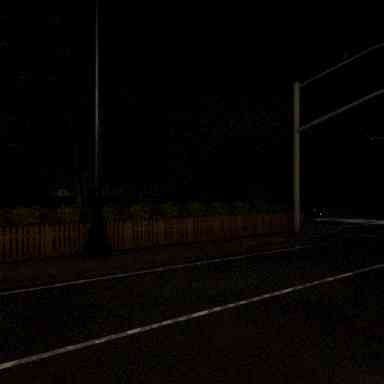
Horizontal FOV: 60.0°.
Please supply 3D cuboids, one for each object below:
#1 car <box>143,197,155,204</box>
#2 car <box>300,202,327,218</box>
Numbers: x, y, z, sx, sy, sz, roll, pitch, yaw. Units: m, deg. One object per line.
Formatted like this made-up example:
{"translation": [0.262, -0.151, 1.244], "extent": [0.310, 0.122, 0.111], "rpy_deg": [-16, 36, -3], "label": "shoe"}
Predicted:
{"translation": [-7.284, 1.559, 55.408], "extent": [1.812, 1.442, 4.674], "rpy_deg": [0, 0, -35], "label": "car"}
{"translation": [9.861, 1.599, 30.565], "extent": [1.895, 1.301, 4.718], "rpy_deg": [0, 0, -35], "label": "car"}
